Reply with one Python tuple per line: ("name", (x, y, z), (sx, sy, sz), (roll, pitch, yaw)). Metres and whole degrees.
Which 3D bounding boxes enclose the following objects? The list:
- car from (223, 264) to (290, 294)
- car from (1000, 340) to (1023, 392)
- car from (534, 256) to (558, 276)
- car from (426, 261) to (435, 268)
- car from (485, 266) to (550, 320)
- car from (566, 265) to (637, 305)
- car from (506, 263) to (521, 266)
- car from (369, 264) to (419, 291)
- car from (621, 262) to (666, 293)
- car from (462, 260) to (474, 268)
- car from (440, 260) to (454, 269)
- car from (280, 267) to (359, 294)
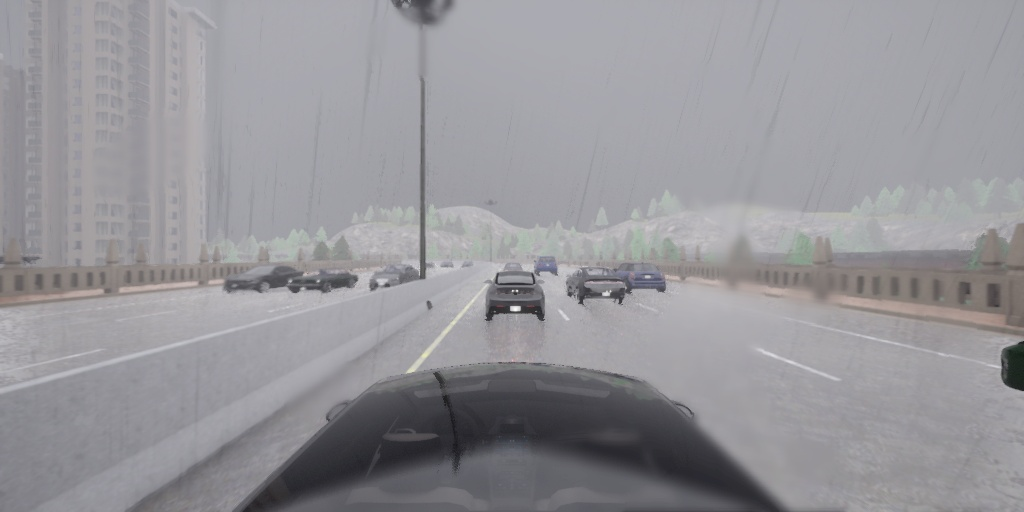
("car", (-14.098, 1.240, 20.717), (1.882, 1.535, 5.008), (0, 0, 0))
("car", (7.100, 0.972, 1.930), (2.150, 2.045, 5.566), (0, 0, 0))
("car", (3.602, 1.019, 38.681), (2.150, 2.045, 5.566), (0, 0, 0))
("car", (-14.683, 1.491, 62.527), (1.895, 1.301, 4.718), (0, 0, -6))
("car", (0.100, 1.258, 12.683), (1.837, 1.490, 4.892), (0, 0, 0))
("car", (3.599, 1.248, 16.128), (2.128, 1.511, 4.902), (0, 0, 0))
("car", (0.101, 1.334, 33.978), (2.033, 1.411, 5.357), (0, 0, 0))
("car", (-7.098, 1.255, 21.978), (2.128, 1.511, 4.902), (0, 0, 0))
("car", (7.101, 1.114, 20.880), (2.097, 1.767, 4.553), (0, 0, 0))
("car", (-7.867, 1.457, 64.483), (1.994, 1.385, 4.181), (0, 0, -6))
("car", (-11.112, 1.447, 61.646), (1.994, 1.385, 4.181), (0, 0, -5))
("car", (-10.599, 1.363, 20.415), (1.895, 1.301, 4.718), (0, 0, 0))
